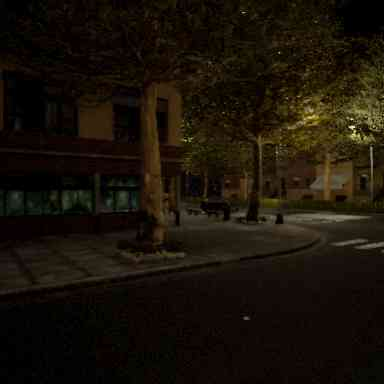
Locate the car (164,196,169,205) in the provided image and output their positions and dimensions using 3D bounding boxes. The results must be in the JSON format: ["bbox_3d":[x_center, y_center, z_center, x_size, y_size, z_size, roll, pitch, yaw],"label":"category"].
[{"bbox_3d":[-5.615,0.687,47.390,2.150,2.045,5.566,0,0,-34],"label":"car"}]

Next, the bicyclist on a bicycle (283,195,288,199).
[{"bbox_3d":[11.729,1.165,41.957,1.656,1.620,0.582,0,0,-34],"label":"bicyclist on a bicycle"}]

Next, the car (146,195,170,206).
[{"bbox_3d":[-5.507,1.332,53.520,1.837,1.490,4.892,0,0,-34],"label":"car"}]

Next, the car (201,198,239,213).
[{"bbox_3d":[2.809,1.380,34.662,2.128,1.511,4.902,0,0,-34],"label":"car"}]
